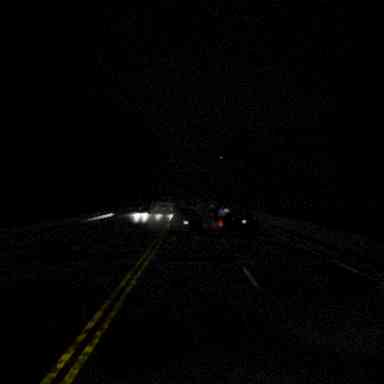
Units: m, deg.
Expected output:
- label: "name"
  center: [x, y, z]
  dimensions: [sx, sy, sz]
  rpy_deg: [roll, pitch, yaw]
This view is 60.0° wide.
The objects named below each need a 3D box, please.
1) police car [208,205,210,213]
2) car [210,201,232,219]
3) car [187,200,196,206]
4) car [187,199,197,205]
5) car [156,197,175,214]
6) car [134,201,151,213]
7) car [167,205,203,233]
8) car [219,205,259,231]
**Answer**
- label: "police car"
  center: [3.162, 2.016, 44.464]
  dimensions: [2.038, 1.542, 4.974]
  rpy_deg: [0, -1, 0]
- label: "car"
  center: [3.184, 1.803, 33.464]
  dimensions: [2.033, 1.649, 4.856]
  rpy_deg: [0, -1, 0]
- label: "car"
  center: [-0.152, 2.476, 75.574]
  dimensions: [1.837, 1.490, 4.892]
  rpy_deg: [0, -1, 0]
- label: "car"
  center: [-0.054, 2.289, 64.188]
  dimensions: [2.128, 1.511, 4.902]
  rpy_deg: [0, -1, 0]
- label: "car"
  center: [-3.435, 1.716, 43.301]
  dimensions: [2.150, 2.045, 5.566]
  rpy_deg: [0, -1, 0]
- label: "car"
  center: [-6.686, 2.015, 45.382]
  dimensions: [2.128, 1.511, 4.902]
  rpy_deg: [0, -1, 0]
- label: "car"
  center: [-0.322, 1.799, 21.528]
  dimensions: [1.994, 1.385, 4.181]
  rpy_deg: [0, -1, 1]
- label: "car"
  center: [3.206, 1.808, 22.462]
  dimensions: [1.994, 1.385, 4.181]
  rpy_deg: [0, -1, 0]
